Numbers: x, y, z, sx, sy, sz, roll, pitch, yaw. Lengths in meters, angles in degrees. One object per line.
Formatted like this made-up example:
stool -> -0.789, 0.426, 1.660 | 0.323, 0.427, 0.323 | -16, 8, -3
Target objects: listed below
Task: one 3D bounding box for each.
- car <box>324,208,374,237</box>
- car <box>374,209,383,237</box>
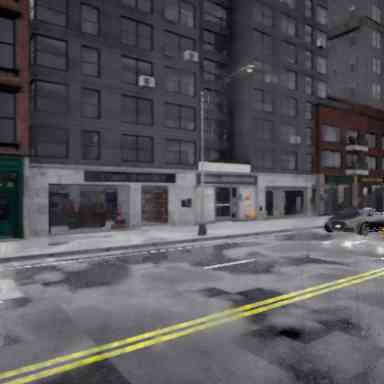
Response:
car -> 9.087, 1.555, 18.154 | 4.181, 1.385, 1.994 | 0, 0, -35
car -> 10.687, 1.468, 15.303 | 5.008, 1.535, 1.882 | 0, 0, -35
